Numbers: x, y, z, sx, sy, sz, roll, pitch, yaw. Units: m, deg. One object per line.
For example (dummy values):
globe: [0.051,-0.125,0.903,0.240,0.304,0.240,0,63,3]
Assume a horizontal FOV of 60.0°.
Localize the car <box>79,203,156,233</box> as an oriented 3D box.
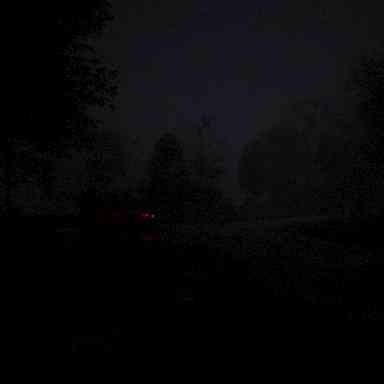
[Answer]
car: [-5.371,1.826,24.150,5.566,2.045,2.150,-1,-2,15]
